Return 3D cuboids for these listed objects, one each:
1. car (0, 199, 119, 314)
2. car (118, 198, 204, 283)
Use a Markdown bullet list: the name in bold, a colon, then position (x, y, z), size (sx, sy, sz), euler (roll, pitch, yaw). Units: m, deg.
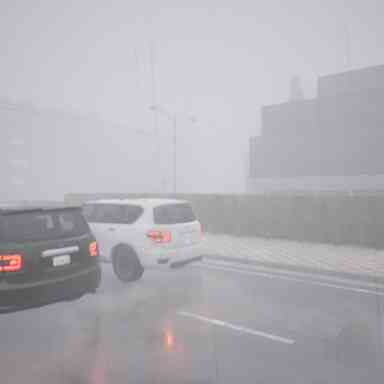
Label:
- **car**: position (-4.295, 1.195, 7.015), size (5.566, 2.045, 2.150), euler (0, 0, 36)
- **car**: position (-2.272, 1.195, 9.872), size (5.566, 2.045, 2.150), euler (0, 0, 36)
